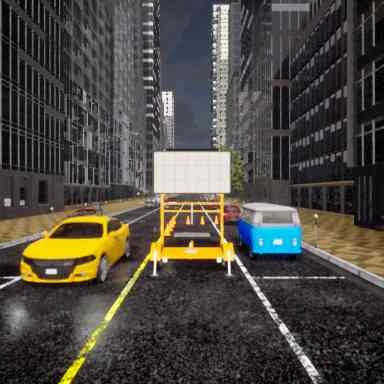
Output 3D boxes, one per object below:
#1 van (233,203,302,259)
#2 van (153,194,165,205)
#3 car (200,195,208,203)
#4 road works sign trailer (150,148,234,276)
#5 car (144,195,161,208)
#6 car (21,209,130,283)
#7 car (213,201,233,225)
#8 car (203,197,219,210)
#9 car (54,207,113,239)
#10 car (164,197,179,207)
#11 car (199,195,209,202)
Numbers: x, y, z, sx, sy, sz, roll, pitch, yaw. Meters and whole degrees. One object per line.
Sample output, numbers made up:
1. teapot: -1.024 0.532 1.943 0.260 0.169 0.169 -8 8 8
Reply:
1. van: 2.694 1.338 12.287 1.690 1.788 3.998 0 0 0
2. van: -5.670 1.316 57.833 1.690 1.788 3.998 0 0 0
3. car: 2.708 1.532 52.134 2.008 1.369 4.403 0 0 0
4. road works sign trailer: 0.003 0.462 10.307 2.380 3.560 2.880 0 0 0
5. car: -5.675 1.538 46.448 2.008 1.369 4.403 0 0 0
6. car: -3.097 1.475 9.826 1.882 1.535 5.008 0 0 0
7. car: 2.698 1.576 23.671 1.802 1.307 4.206 0 0 0
8. car: 2.704 1.572 40.749 1.802 1.307 4.206 0 0 0
9. car: -5.685 1.578 17.985 1.802 1.307 4.206 0 0 0
10. car: -3.078 1.508 51.740 1.812 1.442 4.674 0 0 0
11. car: 2.716 1.384 74.904 1.967 1.590 4.097 0 0 0
